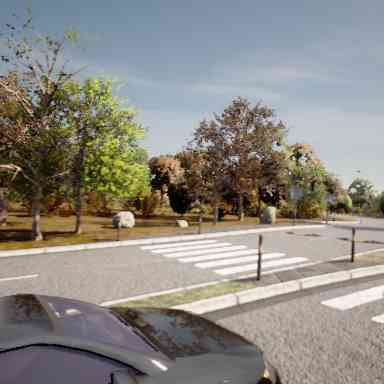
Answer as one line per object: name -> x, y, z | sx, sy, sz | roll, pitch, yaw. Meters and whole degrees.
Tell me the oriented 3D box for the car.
car -> -1.231, 1.566, 2.527 | 4.181, 1.385, 1.994 | 0, 0, -34
